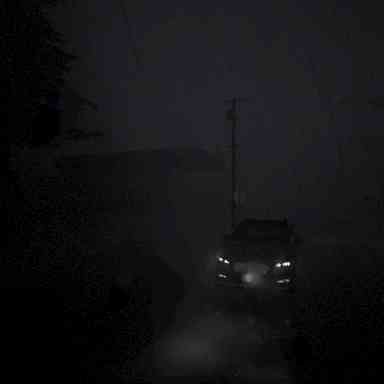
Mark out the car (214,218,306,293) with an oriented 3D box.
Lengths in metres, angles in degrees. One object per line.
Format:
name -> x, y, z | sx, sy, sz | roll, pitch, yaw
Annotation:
car -> 1.993, 1.502, 9.116 | 2.128, 1.511, 4.902 | 0, 0, 19

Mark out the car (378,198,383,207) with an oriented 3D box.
car -> 35.557, 1.780, 59.846 | 4.974, 1.542, 2.038 | 0, 0, -41

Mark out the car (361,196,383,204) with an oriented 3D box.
car -> 33.025, 1.534, 61.082 | 3.633, 1.501, 1.845 | 0, 0, 30

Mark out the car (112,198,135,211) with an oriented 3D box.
car -> -8.192, 1.435, 40.411 | 1.845, 1.501, 3.633 | 0, 0, 19
